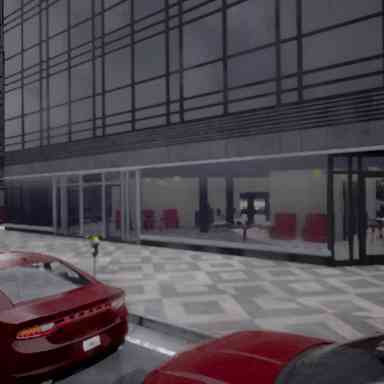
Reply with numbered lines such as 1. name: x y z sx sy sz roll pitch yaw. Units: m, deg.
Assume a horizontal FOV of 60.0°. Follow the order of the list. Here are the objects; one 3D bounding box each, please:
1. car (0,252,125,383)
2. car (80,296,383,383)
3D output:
1. car: -2.955 1.605 5.077 4.507 1.381 1.887 -1 -1 36
2. car: 1.604 1.541 1.823 4.507 1.381 1.887 -1 -1 36
